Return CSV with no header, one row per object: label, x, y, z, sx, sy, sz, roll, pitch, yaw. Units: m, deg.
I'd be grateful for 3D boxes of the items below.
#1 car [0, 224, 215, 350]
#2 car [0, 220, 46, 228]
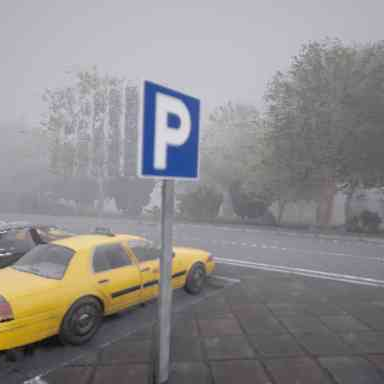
car,-1.515,1.455,6.458,1.946,1.575,5.366,0,0,36
car,-3.879,1.457,7.912,2.231,1.521,4.892,0,0,36
